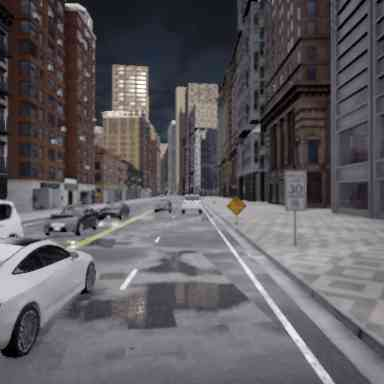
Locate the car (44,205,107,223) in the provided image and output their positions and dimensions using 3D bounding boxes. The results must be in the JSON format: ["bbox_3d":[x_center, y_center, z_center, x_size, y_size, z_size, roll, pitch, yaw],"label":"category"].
[{"bbox_3d":[-6.626,1.540,18.784,2.128,1.511,4.902,0,0,0],"label":"car"}]

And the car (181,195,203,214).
[{"bbox_3d":[-0.006,1.309,37.052,2.150,2.045,5.566,0,0,0],"label":"car"}]

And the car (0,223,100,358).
[{"bbox_3d":[-3.160,1.542,5.883,1.812,1.442,4.674,0,0,0],"label":"car"}]

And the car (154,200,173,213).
[{"bbox_3d":[-3.201,1.638,37.850,2.033,1.411,5.357,0,0,0],"label":"car"}]

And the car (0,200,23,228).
[{"bbox_3d":[-6.617,1.246,8.766,2.150,2.045,5.566,0,0,0],"label":"car"}]

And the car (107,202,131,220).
[{"bbox_3d":[-6.627,1.619,29.167,2.033,1.411,5.357,0,0,1],"label":"car"}]

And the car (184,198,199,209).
[{"bbox_3d":[-0.066,1.662,47.749,2.033,1.411,5.357,0,0,0],"label":"car"}]

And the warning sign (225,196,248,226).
[{"bbox_3d":[2.818,1.167,21.047,1.300,1.860,1.060,0,0,0],"label":"warning sign"}]
